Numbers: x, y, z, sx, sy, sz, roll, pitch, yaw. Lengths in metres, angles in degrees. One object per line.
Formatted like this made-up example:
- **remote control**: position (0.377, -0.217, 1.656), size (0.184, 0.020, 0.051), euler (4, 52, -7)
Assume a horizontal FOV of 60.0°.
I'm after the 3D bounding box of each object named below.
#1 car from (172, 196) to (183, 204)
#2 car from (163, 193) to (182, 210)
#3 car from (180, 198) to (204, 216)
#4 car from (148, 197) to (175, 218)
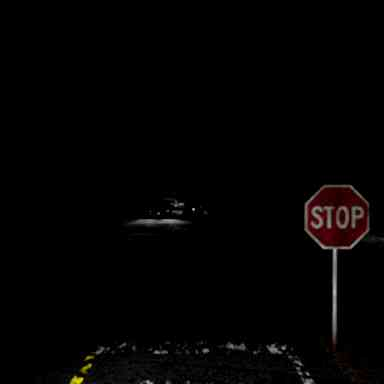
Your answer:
- **car**: position (-2.687, 1.504, 64.074), size (1.895, 1.301, 4.718), euler (0, 0, 0)
- **car**: position (-2.793, 1.178, 42.920), size (2.150, 2.045, 5.566), euler (0, 0, -1)
- **car**: position (0.139, 1.543, 32.437), size (1.994, 1.385, 4.181), euler (0, 0, 0)
- **car**: position (-2.777, 1.487, 29.476), size (1.837, 1.490, 4.892), euler (0, 1, -1)
